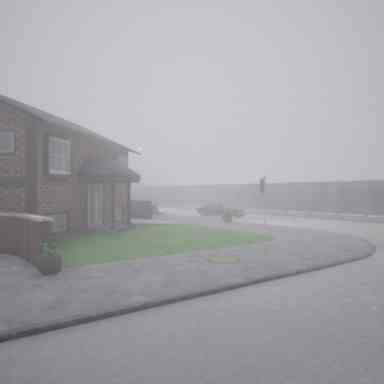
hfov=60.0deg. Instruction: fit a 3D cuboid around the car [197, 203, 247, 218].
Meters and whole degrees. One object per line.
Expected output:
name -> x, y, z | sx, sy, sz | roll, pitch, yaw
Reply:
car -> 2.514, 1.590, 28.775 | 1.895, 1.301, 4.718 | 0, 0, -35
